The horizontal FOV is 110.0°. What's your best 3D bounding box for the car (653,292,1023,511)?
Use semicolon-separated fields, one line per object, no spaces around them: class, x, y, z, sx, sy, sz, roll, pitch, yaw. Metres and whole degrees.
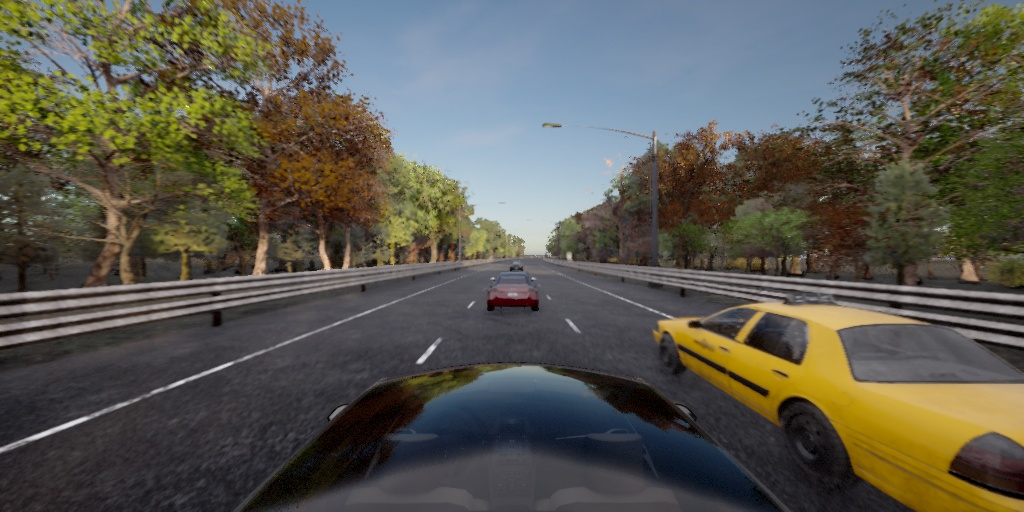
car;3.499;1.218;4.512;1.801;1.575;5.366;0;0;0

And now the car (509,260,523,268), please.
car;0.610;1.417;48.332;1.812;1.442;4.674;0;0;1

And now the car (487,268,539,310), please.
car;0.047;1.356;14.895;1.994;1.385;4.181;0;0;0
